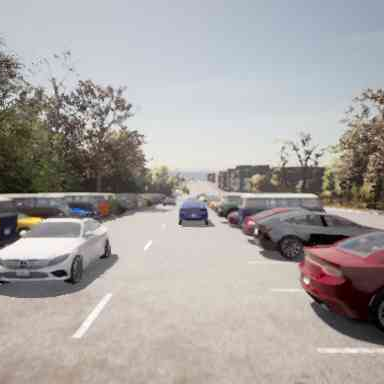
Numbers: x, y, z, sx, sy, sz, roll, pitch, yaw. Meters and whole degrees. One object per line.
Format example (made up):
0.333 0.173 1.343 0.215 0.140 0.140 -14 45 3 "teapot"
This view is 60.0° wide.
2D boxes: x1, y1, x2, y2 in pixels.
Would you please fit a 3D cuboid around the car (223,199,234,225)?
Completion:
4.503 1.333 19.878 4.792 1.488 2.163 0 0 0 "car"

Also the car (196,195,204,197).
0.095 1.421 40.142 1.882 1.535 5.008 0 0 0 "car"

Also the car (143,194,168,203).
-8.599 1.531 78.169 5.566 2.045 2.435 0 -1 0 "car"

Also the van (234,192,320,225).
4.650 1.102 17.093 4.442 1.987 1.878 0 1 0 "van"

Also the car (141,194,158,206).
-8.531 1.245 50.477 5.566 2.045 2.435 0 0 0 "car"

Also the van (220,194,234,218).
4.647 1.089 25.405 4.442 1.987 1.878 0 0 0 "van"

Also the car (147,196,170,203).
-8.387 1.867 83.704 5.366 1.575 1.946 0 -1 0 "car"

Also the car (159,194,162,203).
-8.569 1.576 61.555 5.008 1.535 2.097 0 0 0 "car"

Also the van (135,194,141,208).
-8.672 1.189 39.270 4.442 1.987 1.878 0 0 0 "van"

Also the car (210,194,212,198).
4.557 1.269 36.509 4.553 1.767 2.185 0 0 0 "car"

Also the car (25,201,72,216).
-8.361 1.348 14.484 5.366 1.575 1.946 0 1 0 "car"

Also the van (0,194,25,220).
-8.661 1.149 11.711 4.442 1.987 1.878 0 1 0 "van"

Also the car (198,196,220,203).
4.322 1.868 83.690 5.366 1.575 1.946 0 -1 0 "car"

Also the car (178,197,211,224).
0.092 1.296 22.798 1.882 1.535 5.008 0 0 0 "car"

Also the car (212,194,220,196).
4.558 1.249 33.733 4.553 1.767 2.185 0 0 0 "car"

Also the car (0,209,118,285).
-3.603 1.441 9.406 1.812 1.442 4.674 0 0 0 "car"

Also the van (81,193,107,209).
-8.432 1.068 22.642 4.442 1.987 1.878 0 0 0 "van"

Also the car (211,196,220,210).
4.534 1.354 30.956 5.008 1.535 2.097 0 0 0 "car"

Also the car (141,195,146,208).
-8.559 1.475 42.039 4.674 1.452 2.002 0 0 0 "car"

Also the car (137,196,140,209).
-8.552 1.435 36.624 4.674 1.452 2.002 0 0 0 "car"

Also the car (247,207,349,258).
4.566 1.407 11.542 4.792 1.488 2.163 0 0 0 "car"

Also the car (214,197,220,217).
4.527 1.375 28.180 4.674 1.452 2.002 0 0 0 "car"

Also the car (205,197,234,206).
4.547 1.565 55.941 4.792 1.488 2.163 0 0 0 "car"

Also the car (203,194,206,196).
4.549 1.545 53.165 4.792 1.488 2.163 0 0 0 "car"

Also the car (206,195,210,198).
4.530 1.436 42.061 4.892 1.521 2.231 0 0 0 "car"

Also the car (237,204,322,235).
4.532 1.393 14.320 4.674 1.452 2.002 0 1 0 "car"

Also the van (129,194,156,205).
-8.679 1.330 58.786 4.442 1.987 1.878 0 0 0 "van"

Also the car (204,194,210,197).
4.707 1.472 47.613 5.366 1.575 1.946 0 0 0 "car"

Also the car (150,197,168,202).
-8.571 1.955 86.473 4.674 1.452 2.002 0 -1 0 "car"

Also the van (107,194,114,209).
-8.666 1.089 25.544 4.442 1.987 1.878 0 0 0 "van"

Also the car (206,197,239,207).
4.550 1.525 50.389 4.792 1.488 2.163 0 0 0 "car"

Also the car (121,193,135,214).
-8.523 1.103 30.960 5.566 2.045 2.435 0 0 0 "car"

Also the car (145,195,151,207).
-8.552 1.455 44.934 5.008 1.535 2.097 0 0 0 "car"

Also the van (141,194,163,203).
-8.685 1.468 72.505 4.442 1.987 1.878 0 -1 0 "van"

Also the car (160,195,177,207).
-3.585 1.600 53.283 1.994 1.385 4.181 0 0 0 "car"

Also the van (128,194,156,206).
-8.445 1.310 56.016 4.442 1.987 1.878 0 0 0 "van"

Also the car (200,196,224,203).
4.695 1.779 78.139 5.366 1.575 1.946 0 -1 0 "car"

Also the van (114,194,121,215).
-8.667 1.108 28.189 4.442 1.987 1.878 0 0 0 "van"

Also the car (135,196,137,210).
-8.547 1.375 33.853 5.008 1.535 2.097 0 0 0 "car"

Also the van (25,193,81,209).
-8.429 1.100 17.250 4.442 1.987 1.878 0 1 0 "van"

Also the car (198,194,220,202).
4.478 1.664 86.470 5.566 2.045 2.435 0 -1 0 "car"

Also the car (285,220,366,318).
4.533 1.426 5.991 5.008 1.535 2.097 0 1 0 "car"

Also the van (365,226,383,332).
4.422 1.225 3.213 4.442 1.987 1.878 0 1 0 "van"

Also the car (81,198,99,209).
-8.553 1.302 20.022 5.008 1.535 2.097 0 1 0 "car"

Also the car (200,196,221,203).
4.502 1.827 80.914 4.892 1.521 2.231 0 -1 0 "car"

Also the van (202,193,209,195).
4.400 1.330 58.719 4.442 1.987 1.878 0 0 0 "van"
